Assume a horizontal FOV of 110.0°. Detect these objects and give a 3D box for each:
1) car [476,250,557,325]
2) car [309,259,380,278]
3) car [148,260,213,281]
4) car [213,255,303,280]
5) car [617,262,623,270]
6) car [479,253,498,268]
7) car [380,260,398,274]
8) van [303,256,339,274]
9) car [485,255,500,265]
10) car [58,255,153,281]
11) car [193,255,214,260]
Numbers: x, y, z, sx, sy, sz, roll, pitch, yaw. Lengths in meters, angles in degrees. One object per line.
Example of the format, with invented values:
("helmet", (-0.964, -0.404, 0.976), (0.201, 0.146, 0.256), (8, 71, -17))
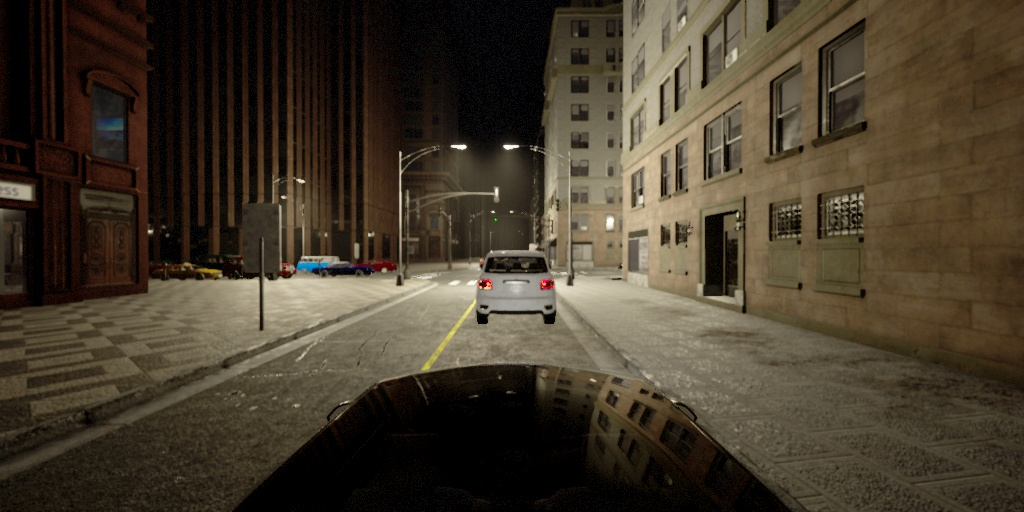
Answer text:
("car", (0.118, 0.852, 11.468), (2.150, 2.045, 5.566), (0, 0, 0))
("car", (-14.088, 1.152, 30.355), (4.718, 1.301, 1.895), (-1, 0, 0))
("car", (-25.024, 1.228, 27.855), (4.829, 1.417, 1.751), (0, 0, 0))
("car", (-19.570, 0.950, 27.823), (5.009, 1.841, 2.192), (0, 0, 0))
("car", (12.332, 0.719, 33.404), (4.892, 1.490, 1.837), (-1, 0, 0))
("car", (-3.021, 0.542, 46.806), (2.097, 1.767, 4.553), (0, 1, 1))
("car", (-13.907, 1.050, 36.316), (4.507, 1.381, 1.888), (0, 0, 0))
("van", (-19.531, 0.913, 36.349), (3.998, 1.789, 1.690), (0, 0, 0))
("car", (-2.958, 0.555, 55.886), (2.128, 1.511, 4.902), (0, 1, 0))
("car", (-34.409, 1.015, 30.479), (5.566, 2.045, 2.150), (-1, 0, 0))
("car", (-24.053, 0.892, 30.401), (5.566, 2.045, 2.150), (-1, 0, -1))
